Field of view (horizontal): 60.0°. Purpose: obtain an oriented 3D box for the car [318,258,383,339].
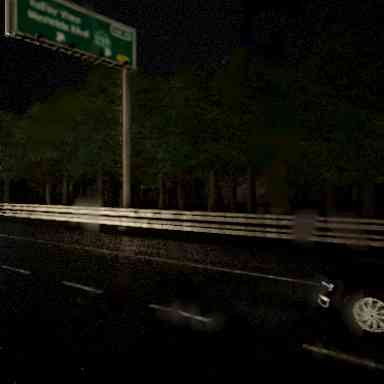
[{"bbox_3d":[4.479,1.506,4.972,4.892,1.490,1.837,0,0,35],"label":"car"}]
